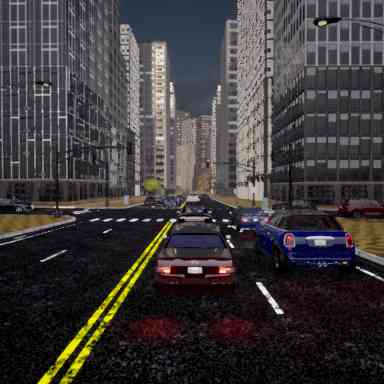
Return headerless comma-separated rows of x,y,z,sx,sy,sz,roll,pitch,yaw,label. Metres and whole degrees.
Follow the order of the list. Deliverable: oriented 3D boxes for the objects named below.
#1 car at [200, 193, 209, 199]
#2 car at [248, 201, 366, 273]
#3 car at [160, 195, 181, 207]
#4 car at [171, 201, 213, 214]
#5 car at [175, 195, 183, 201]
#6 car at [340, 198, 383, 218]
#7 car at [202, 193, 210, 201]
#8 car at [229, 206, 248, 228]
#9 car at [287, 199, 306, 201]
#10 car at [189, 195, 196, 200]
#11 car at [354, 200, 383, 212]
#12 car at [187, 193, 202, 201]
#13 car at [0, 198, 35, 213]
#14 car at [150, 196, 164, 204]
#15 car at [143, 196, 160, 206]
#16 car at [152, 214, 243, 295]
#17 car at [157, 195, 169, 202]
3.435,1.096,92.110,2.097,1.767,4.553,0,0,0,car
3.370,1.347,10.851,2.097,1.767,4.553,0,0,0,car
-3.221,1.317,50.561,2.097,1.767,4.553,0,0,-1,car
0.137,1.482,18.626,2.128,1.511,4.902,0,0,0,car
-3.092,1.429,79.535,1.837,1.490,4.892,0,0,0,car
16.262,1.518,30.907,5.009,1.841,2.192,1,0,1,car
3.414,1.395,81.721,1.882,1.535,5.008,0,0,0,car
3.391,1.537,20.235,2.033,1.411,5.357,0,0,0,car
11.251,1.567,36.975,4.892,1.490,1.837,1,1,4,car
0.186,1.502,93.052,1.895,1.301,4.718,0,0,0,car
21.888,1.642,39.183,4.829,1.417,1.752,1,0,1,car
0.232,1.173,63.651,2.150,2.045,5.566,0,0,0,car
-18.761,1.340,34.140,4.902,1.511,2.128,1,1,1,car
-6.436,1.499,62.281,2.033,1.411,5.357,0,0,0,car
-6.489,1.468,52.401,1.837,1.490,4.892,0,0,0,car
0.110,1.544,8.881,2.033,1.411,5.357,0,0,1,car
-6.355,1.478,72.951,2.033,1.411,5.357,0,0,0,car
